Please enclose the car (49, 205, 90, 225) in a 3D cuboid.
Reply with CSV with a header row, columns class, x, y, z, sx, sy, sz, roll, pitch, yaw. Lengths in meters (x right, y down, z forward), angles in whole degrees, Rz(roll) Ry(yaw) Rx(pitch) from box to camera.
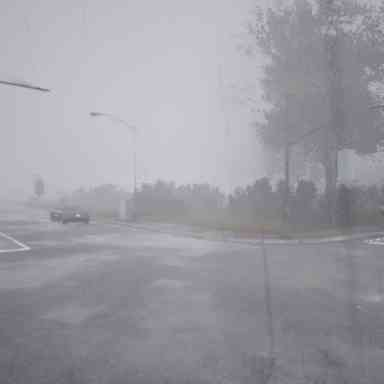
class,x,y,z,sx,sy,sz,roll,pitch,yaw
car,-9.387,1.649,25.348,1.994,1.385,4.181,1,-1,-39
